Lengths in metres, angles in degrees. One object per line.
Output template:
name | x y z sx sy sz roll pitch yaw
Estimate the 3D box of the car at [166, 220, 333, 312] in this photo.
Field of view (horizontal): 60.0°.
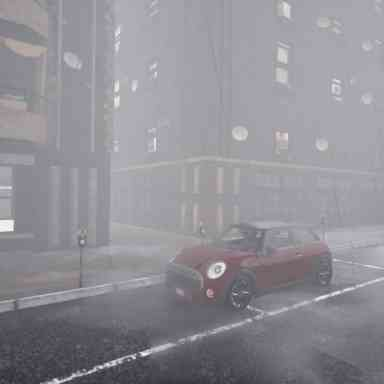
car | 1.390 1.442 7.697 4.097 1.590 1.967 0 1 -36
